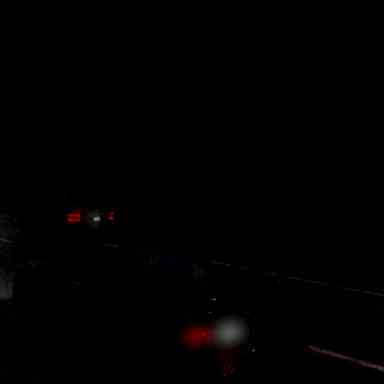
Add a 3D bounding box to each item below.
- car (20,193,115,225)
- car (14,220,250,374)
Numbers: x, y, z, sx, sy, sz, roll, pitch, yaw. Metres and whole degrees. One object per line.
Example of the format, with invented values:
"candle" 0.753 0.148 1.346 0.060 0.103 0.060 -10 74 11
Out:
"car" -5.463 1.062 14.306 5.566 2.045 2.150 1 0 45
"car" -1.269 1.477 5.575 4.674 1.442 1.812 1 1 41
